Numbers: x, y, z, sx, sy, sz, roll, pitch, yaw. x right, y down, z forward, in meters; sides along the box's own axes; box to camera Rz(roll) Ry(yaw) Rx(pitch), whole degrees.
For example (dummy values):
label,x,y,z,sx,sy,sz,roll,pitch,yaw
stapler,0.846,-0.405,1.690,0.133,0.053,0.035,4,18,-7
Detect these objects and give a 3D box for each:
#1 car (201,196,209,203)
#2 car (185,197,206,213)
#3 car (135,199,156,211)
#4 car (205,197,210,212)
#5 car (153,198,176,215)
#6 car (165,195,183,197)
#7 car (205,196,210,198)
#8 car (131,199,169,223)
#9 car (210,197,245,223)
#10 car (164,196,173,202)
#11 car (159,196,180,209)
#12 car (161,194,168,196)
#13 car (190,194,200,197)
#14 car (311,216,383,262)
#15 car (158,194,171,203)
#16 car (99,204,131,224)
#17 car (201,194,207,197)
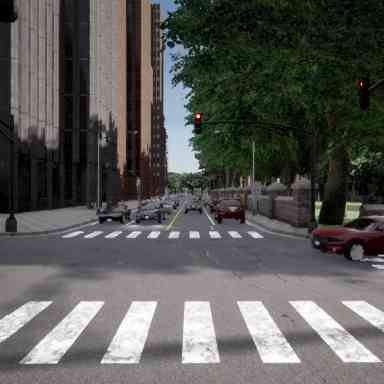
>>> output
label,x,y,z,sx,sy,sz,roll,pitch,yaw
car,2.854,1.592,74.501,1.752,1.417,4.829,0,0,0
car,0.157,1.571,37.576,2.033,1.411,5.357,0,0,0
car,-5.711,1.579,41.595,2.008,1.369,4.403,0,0,0
car,2.807,1.588,36.136,1.947,1.339,4.313,0,0,0
car,-3.056,1.621,34.751,1.895,1.301,4.718,0,0,0
car,-2.988,1.590,54.096,2.033,1.411,5.357,0,0,0
car,2.814,1.579,41.592,2.008,1.369,4.403,0,0,0
car,-3.075,1.516,25.496,1.837,1.490,4.892,0,0,1
car,2.794,1.326,25.223,2.192,1.841,5.009,0,0,0
car,-5.665,1.620,79.794,1.887,1.381,4.507,0,0,0
car,-3.038,1.595,43.952,1.994,1.385,4.181,0,0,0
car,-5.685,1.635,63.423,1.802,1.307,4.206,0,0,0
car,0.155,1.542,60.942,2.128,1.511,4.902,0,0,0
car,6.984,1.642,12.505,5.008,1.535,1.882,2,0,-11
car,-5.678,1.374,68.881,2.192,1.841,5.009,0,0,0
car,-5.731,1.576,25.224,1.947,1.339,4.313,0,0,0
car,2.827,1.481,52.505,1.967,1.590,4.097,0,0,0
